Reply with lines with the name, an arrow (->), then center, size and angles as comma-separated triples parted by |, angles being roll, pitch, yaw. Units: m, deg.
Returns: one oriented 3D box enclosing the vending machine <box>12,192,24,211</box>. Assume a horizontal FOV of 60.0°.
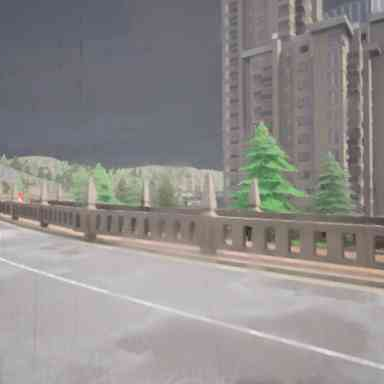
vending machine -> -19.455, 1.067, 37.233 | 1.100, 2.100, 0.880 | -1, 0, -28
